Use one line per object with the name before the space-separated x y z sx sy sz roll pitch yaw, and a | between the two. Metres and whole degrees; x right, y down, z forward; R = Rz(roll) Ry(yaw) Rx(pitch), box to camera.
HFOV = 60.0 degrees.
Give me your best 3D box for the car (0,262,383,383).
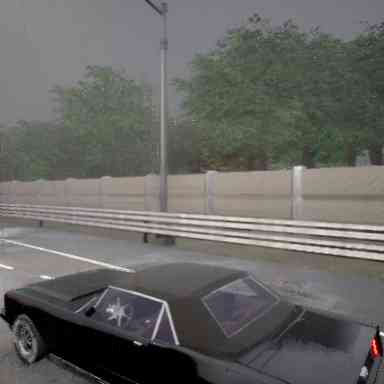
car | -0.408 1.601 4.161 4.718 1.301 1.895 0 0 36
